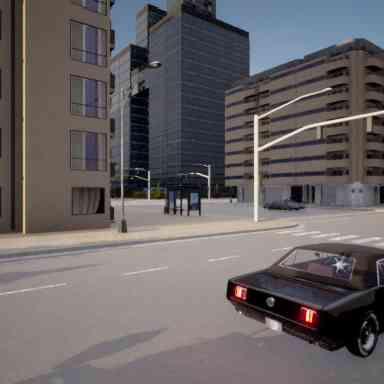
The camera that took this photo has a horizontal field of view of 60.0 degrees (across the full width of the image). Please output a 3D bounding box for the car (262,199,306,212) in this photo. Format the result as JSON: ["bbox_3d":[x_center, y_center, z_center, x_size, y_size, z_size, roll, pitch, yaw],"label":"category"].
[{"bbox_3d":[11.174,1.603,40.662,2.033,1.411,5.357,0,0,-37],"label":"car"}]

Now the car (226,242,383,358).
[{"bbox_3d":[2.954,1.601,6.035,4.718,1.301,1.895,0,0,-36],"label":"car"}]
